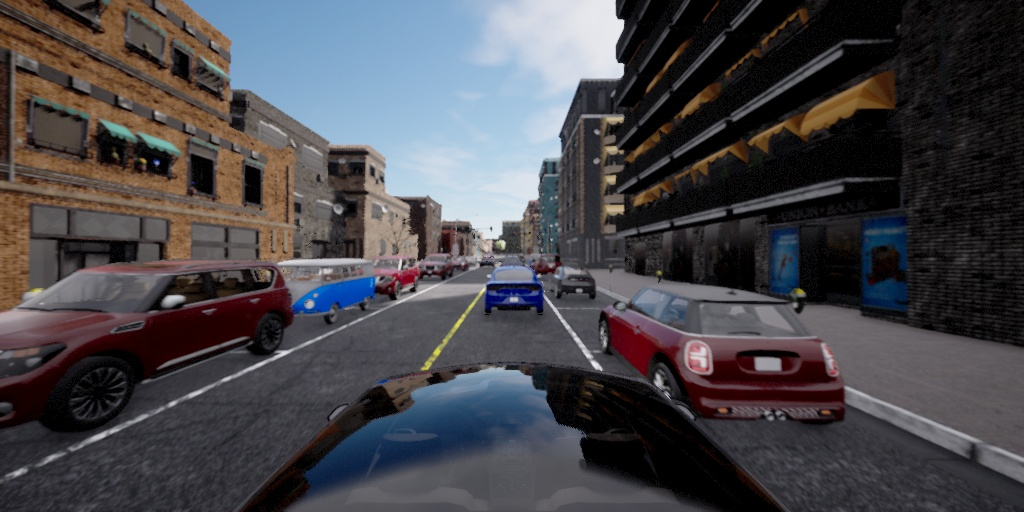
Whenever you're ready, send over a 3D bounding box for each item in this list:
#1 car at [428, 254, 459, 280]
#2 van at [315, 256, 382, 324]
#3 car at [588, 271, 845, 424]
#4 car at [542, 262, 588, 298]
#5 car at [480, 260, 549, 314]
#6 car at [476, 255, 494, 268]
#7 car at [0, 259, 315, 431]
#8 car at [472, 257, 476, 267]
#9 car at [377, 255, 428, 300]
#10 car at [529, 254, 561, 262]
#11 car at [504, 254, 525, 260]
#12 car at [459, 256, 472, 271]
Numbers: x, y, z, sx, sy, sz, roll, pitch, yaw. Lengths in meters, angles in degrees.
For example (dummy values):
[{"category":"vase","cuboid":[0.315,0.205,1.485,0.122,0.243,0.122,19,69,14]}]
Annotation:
[{"category":"car","cuboid":[-5.707,0.763,27.364,2.192,1.841,5.009,0,0,0]},{"category":"van","cuboid":[-5.696,0.980,11.143,1.690,1.789,3.998,0,0,0]},{"category":"car","cuboid":[2.689,1.143,5.735,1.967,1.591,4.097,0,0,0]},{"category":"car","cuboid":[2.681,1.127,16.549,2.007,1.370,4.403,0,0,0]},{"category":"car","cuboid":[0.071,1.095,13.073,1.882,1.535,5.008,0,1,0]},{"category":"car","cuboid":[-3.114,0.834,45.654,1.895,1.301,4.718,0,1,0]},{"category":"car","cuboid":[-5.692,1.017,5.736,2.192,1.841,5.009,0,0,0]},{"category":"car","cuboid":[-5.723,0.744,48.991,2.007,1.370,4.403,0,0,0]},{"category":"car","cuboid":[-5.700,0.891,16.550,2.192,1.841,5.009,0,0,0]},{"category":"car","cuboid":[2.673,0.763,27.362,2.192,1.841,5.009,0,0,0]},{"category":"car","cuboid":[0.064,0.774,29.600,2.097,1.767,4.553,0,1,0]},{"category":"car","cuboid":[-5.715,0.761,38.178,1.967,1.591,4.097,0,0,0]}]
